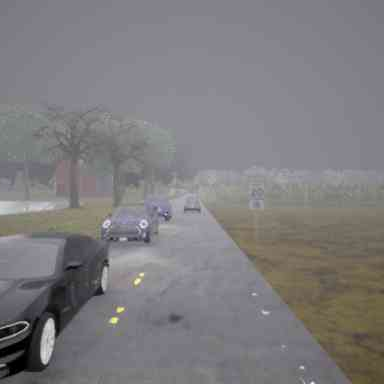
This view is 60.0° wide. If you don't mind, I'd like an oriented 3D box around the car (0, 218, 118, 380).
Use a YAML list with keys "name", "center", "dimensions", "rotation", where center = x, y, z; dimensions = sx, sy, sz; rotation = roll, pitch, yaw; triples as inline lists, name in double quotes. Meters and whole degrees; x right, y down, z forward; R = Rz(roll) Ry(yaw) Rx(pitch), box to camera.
- name: "car"
  center: [-2.798, 1.480, 5.838]
  dimensions: [1.882, 1.535, 5.008]
  rotation: [0, 0, -2]

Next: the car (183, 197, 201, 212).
- name: "car"
  center: [0.041, 1.555, 38.006]
  dimensions: [1.994, 1.385, 4.181]
  rotation: [0, 0, 0]

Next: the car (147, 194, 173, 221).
- name: "car"
  center: [-2.804, 1.221, 27.259]
  dimensions: [2.150, 2.045, 5.566]
  rotation: [0, 0, 1]

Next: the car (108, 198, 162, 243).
- name: "car"
  center: [-2.827, 1.353, 15.986]
  dimensions: [2.097, 1.767, 4.553]
  rotation: [0, 0, 0]
